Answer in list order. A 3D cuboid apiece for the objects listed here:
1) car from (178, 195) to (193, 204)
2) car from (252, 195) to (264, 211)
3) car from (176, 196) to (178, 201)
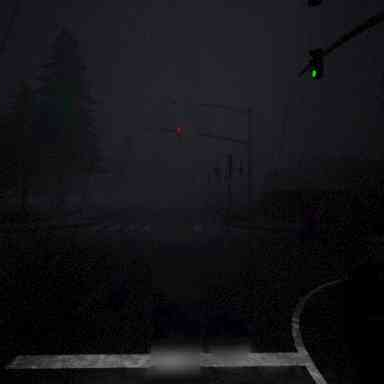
[{"bbox_3d":[-0.906,1.518,60.921,2.033,1.411,5.357,0,0,-7],"label":"car"},{"bbox_3d":[8.868,1.144,36.301,4.605,1.855,1.932,0,0,-1],"label":"car"},{"bbox_3d":[-2.198,1.327,71.105,1.812,1.442,4.674,0,0,-13],"label":"car"}]
